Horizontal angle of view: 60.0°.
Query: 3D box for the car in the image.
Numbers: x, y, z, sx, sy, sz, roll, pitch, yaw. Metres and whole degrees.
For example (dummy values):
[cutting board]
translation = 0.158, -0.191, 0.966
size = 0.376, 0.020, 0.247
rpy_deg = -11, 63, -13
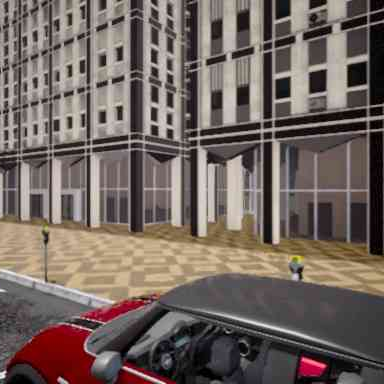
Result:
[car]
translation = 0.237, 1.435, 2.710
size = 4.097, 1.590, 1.967
rpy_deg = 0, 0, 36
